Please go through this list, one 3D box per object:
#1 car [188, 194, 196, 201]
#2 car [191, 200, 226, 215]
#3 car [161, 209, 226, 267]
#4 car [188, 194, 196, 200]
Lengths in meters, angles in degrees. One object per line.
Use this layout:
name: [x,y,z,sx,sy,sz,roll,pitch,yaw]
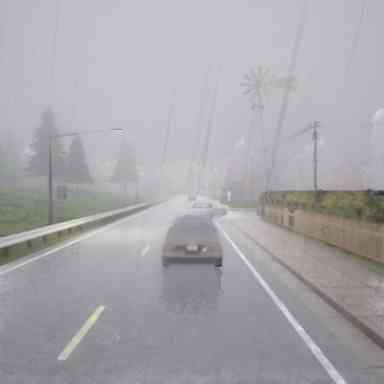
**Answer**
car: [0.008,1.403,76.834,2.128,1.511,4.902,0,0,0]
car: [1.294,1.557,27.524,1.895,1.301,4.718,0,0,24]
car: [0.026,1.529,11.345,2.033,1.411,5.357,0,0,0]
car: [0.009,1.229,87.210,1.837,1.490,4.892,0,0,0]
